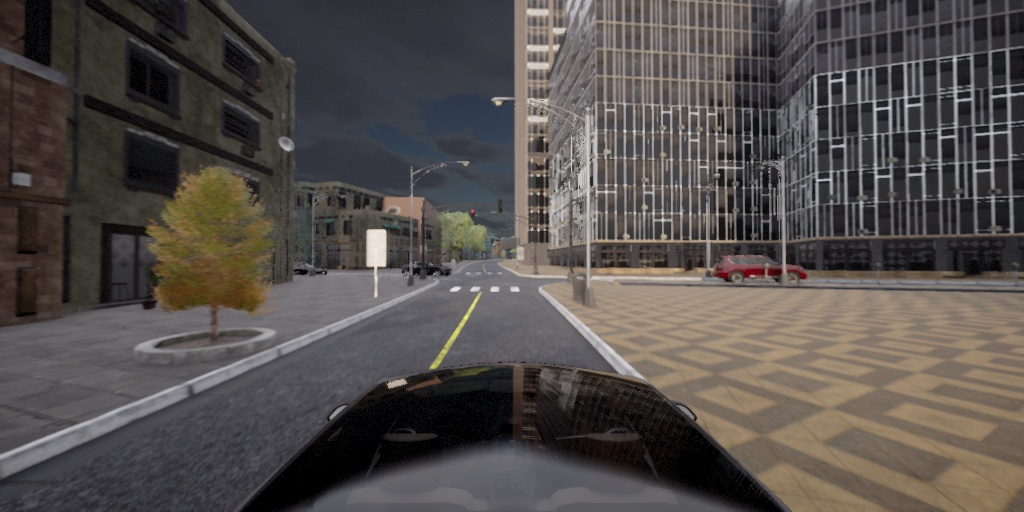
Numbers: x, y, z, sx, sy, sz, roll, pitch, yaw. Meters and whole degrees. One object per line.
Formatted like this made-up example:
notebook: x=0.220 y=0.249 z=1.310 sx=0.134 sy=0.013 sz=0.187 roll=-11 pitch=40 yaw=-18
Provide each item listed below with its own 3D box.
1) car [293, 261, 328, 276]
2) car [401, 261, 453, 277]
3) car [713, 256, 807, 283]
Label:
car: x=-20.338 y=1.303 z=35.453 sx=4.313 sy=1.339 sz=1.948 roll=0 pitch=0 yaw=18
car: x=-8.066 y=1.227 z=34.106 sx=5.008 sy=1.535 sz=1.882 roll=0 pitch=-1 yaw=18
car: x=15.911 y=0.890 z=23.322 sx=5.009 sy=1.841 sz=2.192 roll=0 pitch=0 yaw=18
